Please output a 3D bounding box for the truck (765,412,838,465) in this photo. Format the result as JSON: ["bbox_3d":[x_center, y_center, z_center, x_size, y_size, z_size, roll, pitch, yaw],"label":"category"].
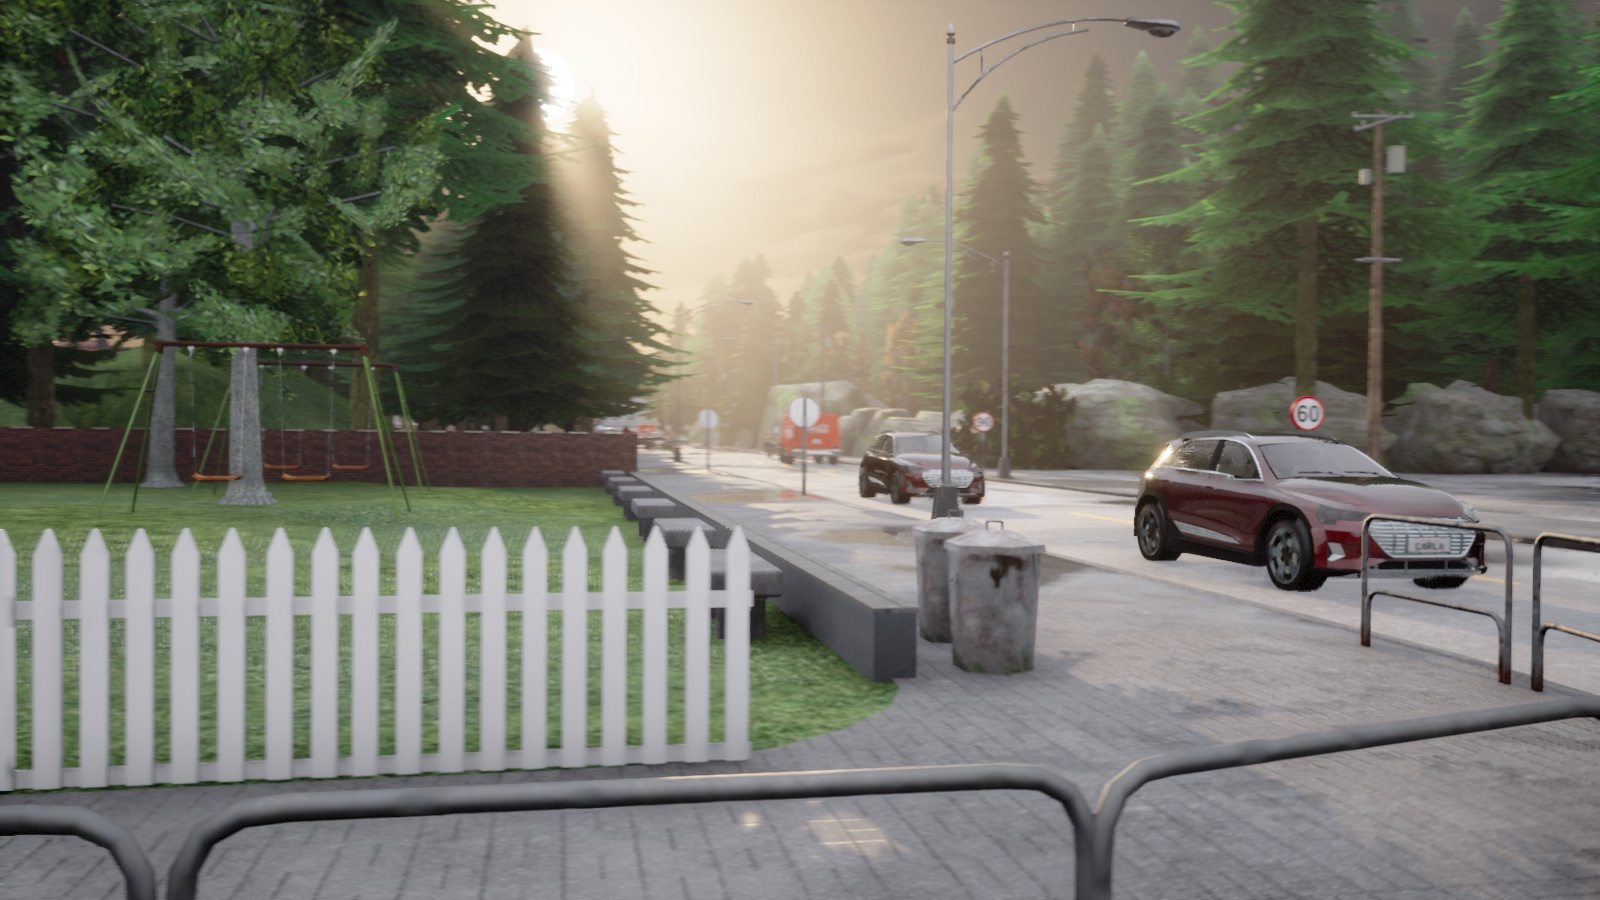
[{"bbox_3d":[0.014,-0.564,62.015,2.627,2.467,5.204,-1,1,-11],"label":"truck"}]

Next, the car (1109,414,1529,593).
[{"bbox_3d":[5.514,0.463,14.226,2.033,1.649,4.856,-1,1,-11],"label":"car"}]

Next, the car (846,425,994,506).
[{"bbox_3d":[2.611,0.293,28.695,2.033,1.649,4.856,-1,1,-11],"label":"car"}]
